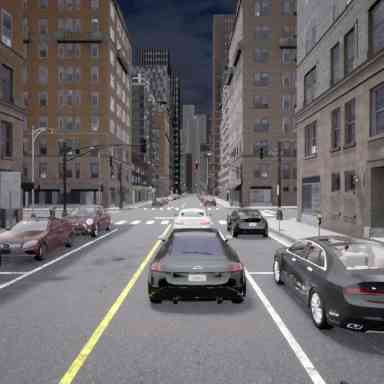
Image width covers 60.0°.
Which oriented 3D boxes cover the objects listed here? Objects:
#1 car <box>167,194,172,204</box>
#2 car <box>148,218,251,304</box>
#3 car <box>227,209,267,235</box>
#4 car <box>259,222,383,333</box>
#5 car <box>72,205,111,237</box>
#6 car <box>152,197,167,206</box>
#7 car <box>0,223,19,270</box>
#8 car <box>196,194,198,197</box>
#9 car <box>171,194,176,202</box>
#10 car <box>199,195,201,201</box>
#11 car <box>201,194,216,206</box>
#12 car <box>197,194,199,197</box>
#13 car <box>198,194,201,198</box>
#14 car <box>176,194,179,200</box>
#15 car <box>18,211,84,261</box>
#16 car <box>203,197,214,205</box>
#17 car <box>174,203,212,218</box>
[{"bbox_3d":[-5.559,1.607,65.656,2.008,1.369,4.403,0,0,0],"label":"car"},{"bbox_3d":[0.089,1.564,8.192,1.994,1.385,4.181,0,0,0],"label":"car"},{"bbox_3d":[2.870,1.567,17.728,1.947,1.339,4.313,0,0,0],"label":"car"},{"bbox_3d":[2.860,1.551,6.726,2.008,1.369,4.403,0,0,0],"label":"car"},{"bbox_3d":[-5.655,1.441,17.736,1.967,1.590,4.097,0,0,0],"label":"car"},{"bbox_3d":[-5.588,1.618,54.839,1.802,1.307,4.206,0,0,0],"label":"car"},{"bbox_3d":[-5.665,1.566,6.733,1.947,1.339,4.313,0,0,0],"label":"car"},{"bbox_3d":[3.037,1.458,92.682,2.192,1.841,5.009,0,0,0],"label":"car"},{"bbox_3d":[-5.516,1.626,81.711,1.752,1.417,4.829,0,0,0],"label":"car"},{"bbox_3d":[2.966,1.607,65.636,2.008,1.369,4.403,0,0,0],"label":"car"},{"bbox_3d":[2.936,1.476,54.819,1.967,1.590,4.097,0,0,0],"label":"car"},{"bbox_3d":[3.023,1.561,87.272,1.967,1.590,4.097,0,0,0],"label":"car"},{"bbox_3d":[2.994,1.525,76.454,1.967,1.590,4.097,0,0,0],"label":"car"},{"bbox_3d":[-5.488,1.458,92.699,2.192,1.841,5.009,0,0,0],"label":"car"},{"bbox_3d":[-5.660,1.582,12.235,1.802,1.307,4.206,0,0,0],"label":"car"},{"bbox_3d":[2.951,1.571,60.398,1.752,1.417,4.829,0,0,0],"label":"car"},{"bbox_3d":[0.049,1.526,16.951,1.812,1.442,4.674,0,0,1],"label":"car"}]
